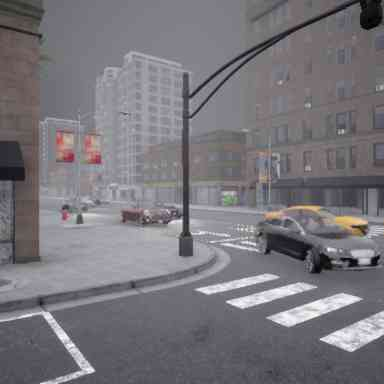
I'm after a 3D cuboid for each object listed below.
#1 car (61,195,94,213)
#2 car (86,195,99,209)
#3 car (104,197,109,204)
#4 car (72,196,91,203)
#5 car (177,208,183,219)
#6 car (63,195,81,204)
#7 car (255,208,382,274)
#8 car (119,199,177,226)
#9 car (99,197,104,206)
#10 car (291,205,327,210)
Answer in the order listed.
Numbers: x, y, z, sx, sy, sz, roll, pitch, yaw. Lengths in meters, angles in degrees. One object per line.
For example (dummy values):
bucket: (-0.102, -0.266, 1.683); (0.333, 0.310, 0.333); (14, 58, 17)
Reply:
car: (-12.929, 1.440, 36.504); (2.128, 1.511, 4.902); (0, 0, -36)
car: (-14.366, 1.459, 44.094); (1.812, 1.442, 4.674); (0, 0, -36)
car: (-16.184, 1.508, 57.994); (1.895, 1.301, 4.718); (0, 0, -36)
car: (-22.086, 1.437, 66.170); (2.033, 1.411, 5.357); (0, 0, -36)
car: (-2.541, 1.528, 27.651); (1.994, 1.385, 4.181); (0, 0, -36)
car: (-21.750, 1.408, 60.159); (1.837, 1.490, 4.892); (0, 0, -36)
car: (3.735, 1.490, 10.765); (2.128, 1.511, 4.902); (0, 0, -15)
car: (-3.331, 1.324, 23.193); (2.097, 1.767, 4.553); (0, 0, -36)
car: (-16.077, 1.271, 52.297); (2.097, 1.767, 4.553); (0, 0, -36)
car: (6.055, 1.463, 16.698); (5.008, 1.535, 1.882); (0, 0, 45)
